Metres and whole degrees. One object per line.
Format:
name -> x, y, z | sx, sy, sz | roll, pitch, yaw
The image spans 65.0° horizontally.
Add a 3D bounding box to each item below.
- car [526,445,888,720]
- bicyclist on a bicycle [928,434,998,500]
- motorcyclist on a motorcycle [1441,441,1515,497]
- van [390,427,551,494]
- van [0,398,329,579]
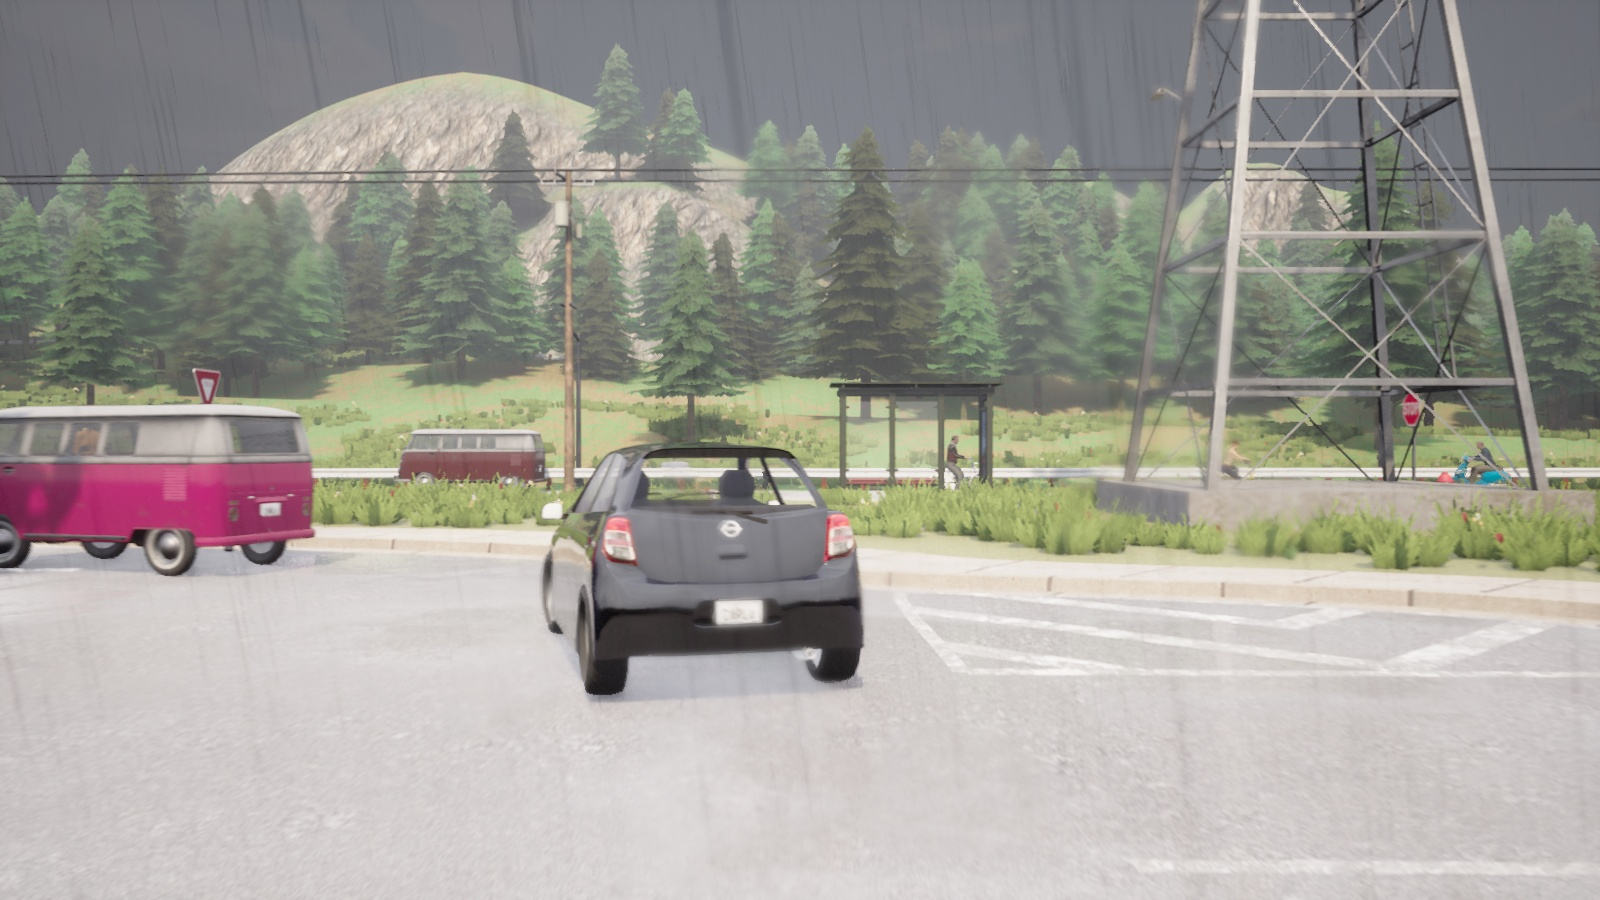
car -> -0.872, 0.719, 8.871 | 1.845, 1.501, 3.633 | 0, 0, -16
bicyclist on a bicycle -> 4.492, 0.465, 34.636 | 1.843, 1.776, 0.659 | 0, 0, 1
motorcyclist on a motorcycle -> 20.073, 0.548, 37.208 | 1.817, 1.590, 0.866 | 0, 2, 21
van -> -9.995, 0.319, 38.335 | 4.442, 1.987, 1.775 | 0, 0, 1
van -> -8.187, 0.422, 15.293 | 4.442, 1.987, 1.775 | 0, 0, 18
